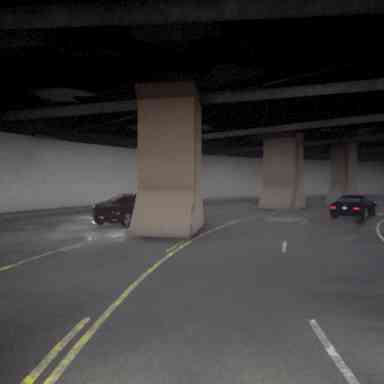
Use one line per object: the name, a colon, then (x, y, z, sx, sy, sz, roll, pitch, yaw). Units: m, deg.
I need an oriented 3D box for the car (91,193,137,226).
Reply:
car: (-3.360, 0.899, 18.455, 1.882, 1.535, 5.008, 0, 2, 25)

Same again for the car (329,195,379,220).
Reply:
car: (10.233, 0.894, 20.840, 2.033, 1.411, 5.357, 1, 2, 39)

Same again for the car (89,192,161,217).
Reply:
car: (-4.621, 0.801, 23.851, 2.033, 1.411, 5.357, 1, 2, 30)
